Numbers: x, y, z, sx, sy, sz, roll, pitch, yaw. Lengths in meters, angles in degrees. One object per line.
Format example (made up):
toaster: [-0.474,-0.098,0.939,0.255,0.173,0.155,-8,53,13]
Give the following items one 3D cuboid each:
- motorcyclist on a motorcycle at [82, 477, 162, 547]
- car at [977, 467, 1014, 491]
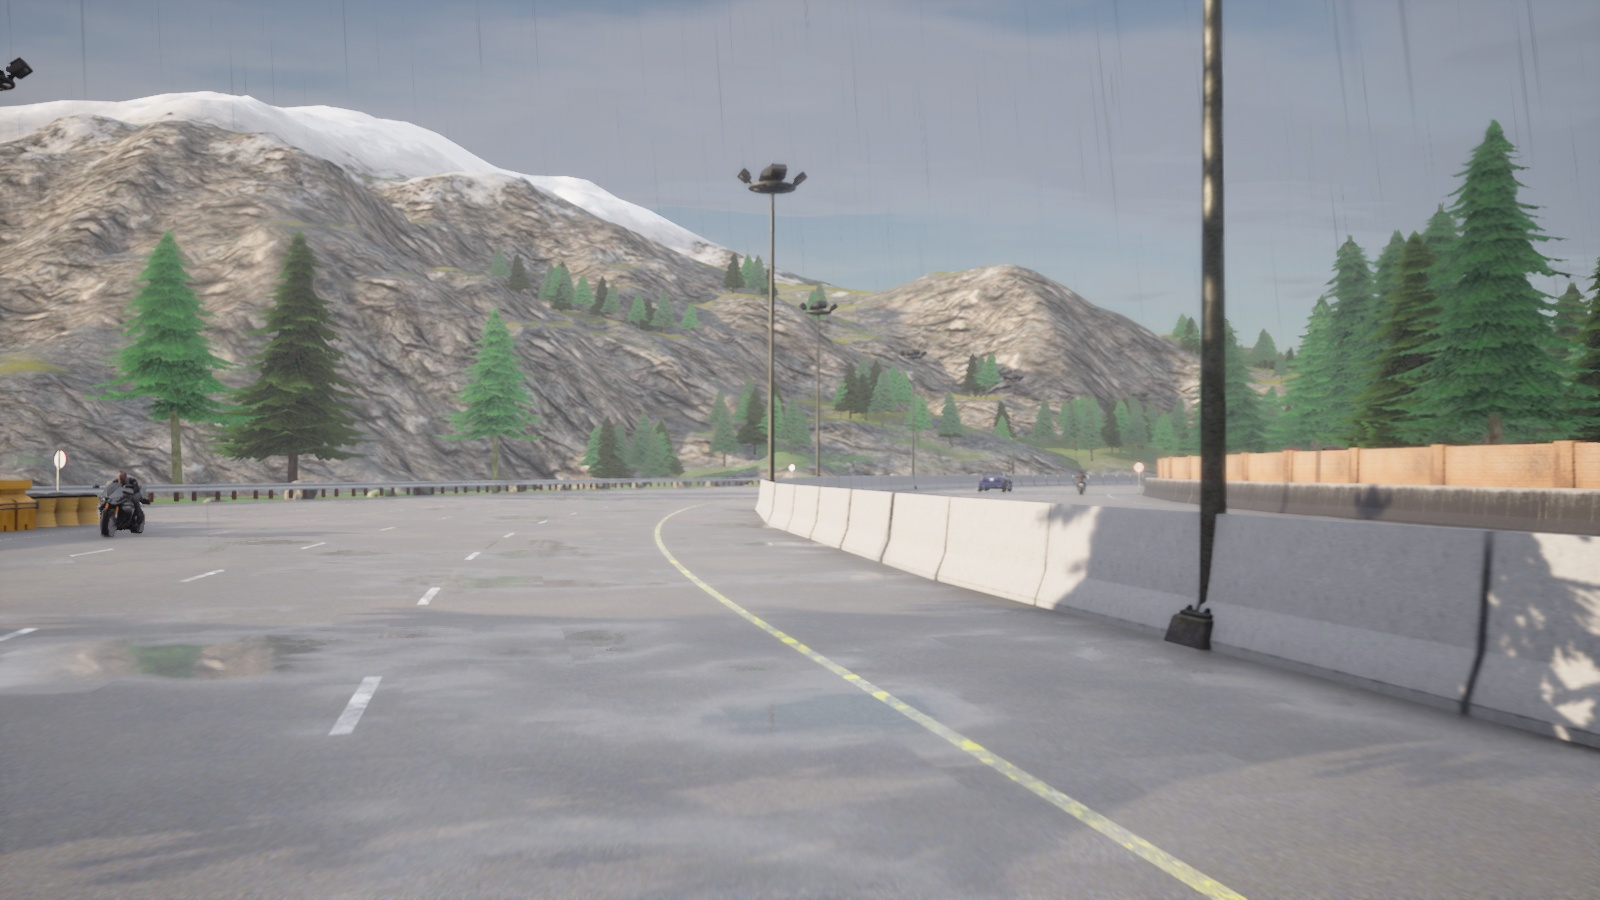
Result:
motorcyclist on a motorcycle: [-15.618,1.395,28.999,0.866,1.530,2.191,0,-1,-7]
car: [15.022,2.212,96.293,2.097,1.767,4.553,-1,-1,18]
